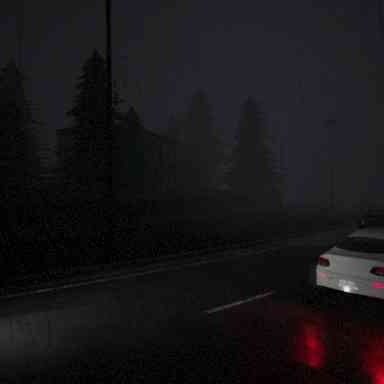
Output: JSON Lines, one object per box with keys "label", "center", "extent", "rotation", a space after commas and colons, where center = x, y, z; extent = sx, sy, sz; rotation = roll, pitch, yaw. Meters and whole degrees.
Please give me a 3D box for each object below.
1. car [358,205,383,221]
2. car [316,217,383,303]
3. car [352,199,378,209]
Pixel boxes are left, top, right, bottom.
{"label": "car", "center": [10.937, 1.621, 18.711], "extent": [1.895, 1.301, 4.718], "rotation": [-1, 0, 41]}
{"label": "car", "center": [4.609, 1.535, 7.663], "extent": [4.674, 1.442, 1.812], "rotation": [0, 0, -41]}
{"label": "car", "center": [23.246, 1.628, 44.785], "extent": [1.994, 1.385, 4.181], "rotation": [0, 0, 3]}
